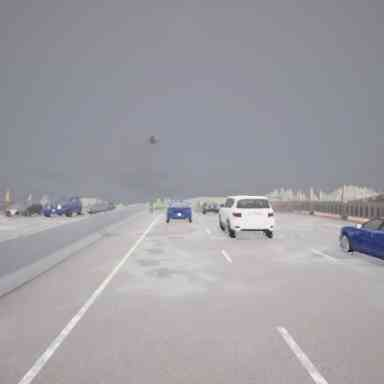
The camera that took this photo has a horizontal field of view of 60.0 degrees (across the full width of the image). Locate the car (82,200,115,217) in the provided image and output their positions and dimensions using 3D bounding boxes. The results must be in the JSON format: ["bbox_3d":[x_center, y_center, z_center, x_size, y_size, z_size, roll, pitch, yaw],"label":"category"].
[{"bbox_3d":[-8.402,1.561,31.107,1.837,1.490,4.892,0,-1,-2],"label":"car"}]

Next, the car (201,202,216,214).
[{"bbox_3d":[2.045,1.782,37.594,2.033,1.411,5.357,0,-3,-2],"label":"car"}]

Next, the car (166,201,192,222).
[{"bbox_3d":[-1.031,1.498,26.818,1.882,1.535,5.008,0,0,-2],"label":"car"}]

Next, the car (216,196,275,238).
[{"bbox_3d":[2.818,1.233,18.067,2.150,2.045,5.566,0,0,-2],"label":"car"}]

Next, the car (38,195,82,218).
[{"bbox_3d":[-11.908,1.283,31.134,2.150,2.045,5.566,0,-1,-2],"label":"car"}]

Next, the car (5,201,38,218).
[{"bbox_3d":[-15.400,1.555,30.891,2.128,1.511,4.902,0,-1,-2],"label":"car"}]

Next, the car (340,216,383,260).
[{"bbox_3d":[6.615,1.482,10.635,1.882,1.535,5.008,0,0,-2],"label":"car"}]

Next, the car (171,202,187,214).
[{"bbox_3d":[-1.647,2.058,42.381,1.994,1.385,4.181,0,-4,-2],"label":"car"}]

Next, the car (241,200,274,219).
[{"bbox_3d":[5.836,1.539,30.299,1.837,1.490,4.892,0,0,-2],"label":"car"}]
